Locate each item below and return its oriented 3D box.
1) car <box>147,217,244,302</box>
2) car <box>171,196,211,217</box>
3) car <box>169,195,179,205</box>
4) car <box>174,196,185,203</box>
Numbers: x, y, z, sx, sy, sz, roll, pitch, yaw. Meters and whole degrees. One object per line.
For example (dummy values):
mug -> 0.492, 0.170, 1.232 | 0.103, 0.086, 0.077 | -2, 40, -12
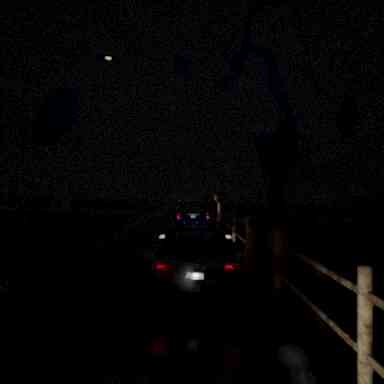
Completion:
car -> 0.081, 1.556, 8.278 | 1.994, 1.385, 4.181 | 0, 0, 1
car -> 0.010, 1.346, 19.999 | 2.097, 1.767, 4.553 | 0, 0, -1
car -> -2.828, 1.377, 58.216 | 2.097, 1.767, 4.553 | 0, 0, 0
car -> -2.772, 1.575, 73.903 | 2.128, 1.511, 4.902 | 0, 0, 0
